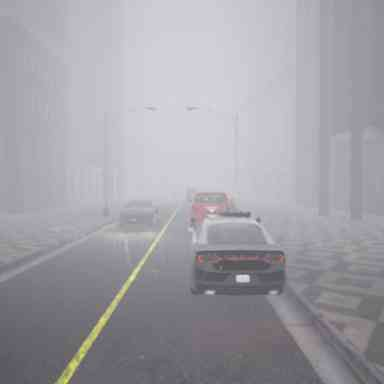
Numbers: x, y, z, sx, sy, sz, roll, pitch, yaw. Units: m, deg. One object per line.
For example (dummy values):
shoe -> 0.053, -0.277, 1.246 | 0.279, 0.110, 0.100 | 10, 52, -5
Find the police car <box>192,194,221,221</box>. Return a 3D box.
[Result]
police car -> 0.944, 1.032, 24.505 | 1.930, 1.638, 5.238 | 0, 1, 0

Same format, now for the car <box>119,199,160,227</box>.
car -> -3.064, 1.161, 20.007 | 1.882, 1.535, 5.008 | 0, 1, 0

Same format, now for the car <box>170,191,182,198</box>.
car -> -2.923, 0.496, 62.381 | 1.994, 1.385, 4.181 | 0, 1, 1

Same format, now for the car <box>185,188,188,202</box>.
car -> 0.122, 0.411, 48.278 | 2.150, 2.045, 5.566 | 0, 0, 1

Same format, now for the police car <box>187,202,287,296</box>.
police car -> 0.914, 1.294, 8.508 | 1.930, 1.638, 5.238 | 0, 1, 0

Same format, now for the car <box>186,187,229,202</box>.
car -> 0.932, 0.934, 18.423 | 2.150, 2.045, 5.566 | 0, 1, 0
